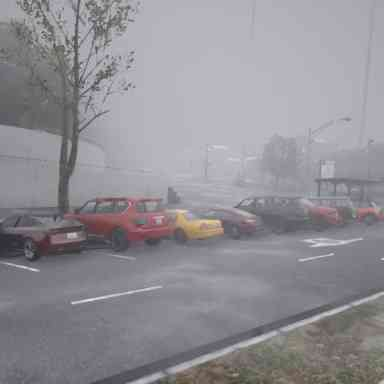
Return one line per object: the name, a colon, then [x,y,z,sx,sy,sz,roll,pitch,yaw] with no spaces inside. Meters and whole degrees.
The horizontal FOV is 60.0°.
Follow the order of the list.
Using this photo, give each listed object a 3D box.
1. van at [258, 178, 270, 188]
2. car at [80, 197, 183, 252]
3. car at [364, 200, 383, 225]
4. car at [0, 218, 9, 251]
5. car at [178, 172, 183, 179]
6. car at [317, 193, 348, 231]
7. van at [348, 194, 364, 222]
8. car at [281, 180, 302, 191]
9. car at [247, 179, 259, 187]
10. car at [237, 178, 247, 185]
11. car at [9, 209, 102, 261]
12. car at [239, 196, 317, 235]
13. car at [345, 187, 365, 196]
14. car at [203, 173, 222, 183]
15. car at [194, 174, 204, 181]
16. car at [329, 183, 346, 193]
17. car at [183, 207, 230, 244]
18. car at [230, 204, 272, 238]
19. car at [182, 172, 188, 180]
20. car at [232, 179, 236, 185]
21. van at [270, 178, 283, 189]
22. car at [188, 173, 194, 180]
van: [15.836,-1.765,67.626,1.878,1.987,4.442,7,4,35]
car: [-3.450,1.247,14.093,5.566,2.045,2.435,-1,-1,34]
car: [11.359,1.402,24.439,4.553,1.767,2.185,-1,-1,35]
car: [-8.313,1.492,10.599,4.892,1.521,2.231,-1,-1,34]
car: [-1.577,-4.363,92.183,2.435,2.045,5.566,1,-1,34]
car: [6.413,1.266,21.016,5.566,2.045,2.435,-1,-1,35]
van: [8.951,1.296,22.687,4.442,1.987,1.878,-1,-1,35]
car: [19.327,-0.993,62.794,2.231,1.521,4.892,7,3,35]
car: [14.260,-1.813,70.356,1.946,1.575,5.366,7,3,35]
car: [12.428,-2.044,72.676,2.002,1.452,4.674,7,4,35]
car: [-5.894,1.523,12.347,4.792,1.488,2.163,-1,-1,35]
car: [3.901,1.262,19.310,5.566,2.045,2.435,-1,-1,35]
car: [26.234,0.136,52.940,2.002,1.452,4.674,7,3,35]
car: [5.575,-3.177,82.644,1.946,1.575,5.366,7,3,34]
car: [3.722,-3.699,84.903,2.435,2.045,5.566,7,3,34]
car: [24.542,-0.427,55.411,2.435,2.045,5.566,7,3,35]
car: [-1.131,1.502,15.922,5.366,1.575,1.946,-1,-1,35]
car: [1.474,1.548,17.551,4.674,1.452,2.002,-1,-1,35]
car: [0.196,-4.086,89.837,2.185,1.767,4.553,4,1,33]
car: [10.684,-2.318,75.137,2.002,1.452,4.674,7,3,35]
van: [17.566,-1.492,65.155,1.878,1.987,4.442,7,4,35]
car: [1.927,-3.851,87.368,2.185,1.767,4.553,6,3,34]
